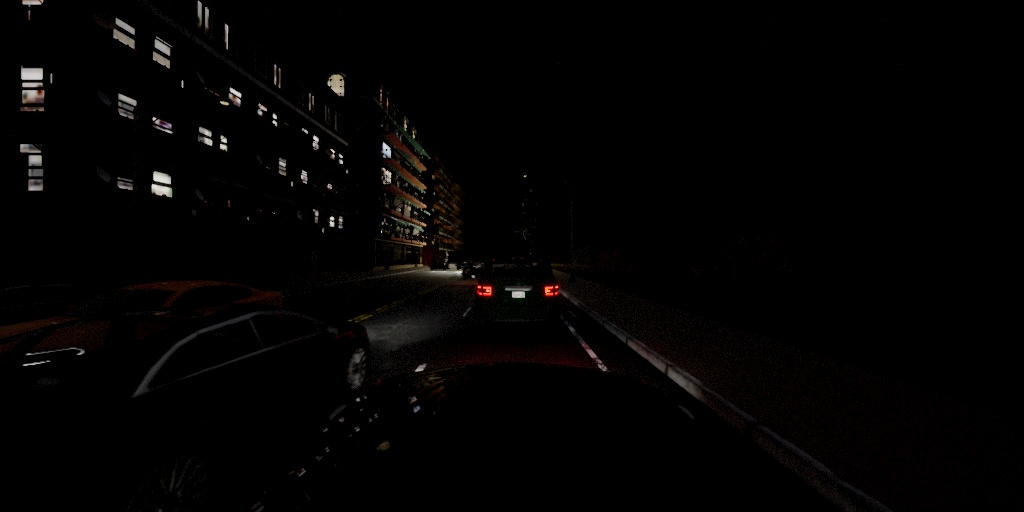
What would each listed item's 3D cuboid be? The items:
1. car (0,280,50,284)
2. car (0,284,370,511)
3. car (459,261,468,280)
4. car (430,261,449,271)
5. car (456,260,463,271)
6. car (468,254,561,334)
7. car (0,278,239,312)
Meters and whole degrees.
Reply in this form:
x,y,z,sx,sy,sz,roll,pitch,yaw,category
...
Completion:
x,y,z,sx,sy,sz,roll,pitch,yaw,category
-9.847,1.242,6.621,2.128,1.511,4.902,0,0,0,car
-3.149,1.241,3.752,2.128,1.511,4.902,0,0,0,car
-3.128,1.354,31.262,1.895,1.301,4.718,0,0,0,car
-9.814,1.317,48.762,1.994,1.385,4.181,0,0,0,car
-6.564,1.245,49.607,2.128,1.511,4.902,0,0,0,car
0.110,0.973,10.834,2.150,2.045,5.566,0,0,-1,car
-6.595,1.228,6.822,1.882,1.535,5.008,0,0,0,car
